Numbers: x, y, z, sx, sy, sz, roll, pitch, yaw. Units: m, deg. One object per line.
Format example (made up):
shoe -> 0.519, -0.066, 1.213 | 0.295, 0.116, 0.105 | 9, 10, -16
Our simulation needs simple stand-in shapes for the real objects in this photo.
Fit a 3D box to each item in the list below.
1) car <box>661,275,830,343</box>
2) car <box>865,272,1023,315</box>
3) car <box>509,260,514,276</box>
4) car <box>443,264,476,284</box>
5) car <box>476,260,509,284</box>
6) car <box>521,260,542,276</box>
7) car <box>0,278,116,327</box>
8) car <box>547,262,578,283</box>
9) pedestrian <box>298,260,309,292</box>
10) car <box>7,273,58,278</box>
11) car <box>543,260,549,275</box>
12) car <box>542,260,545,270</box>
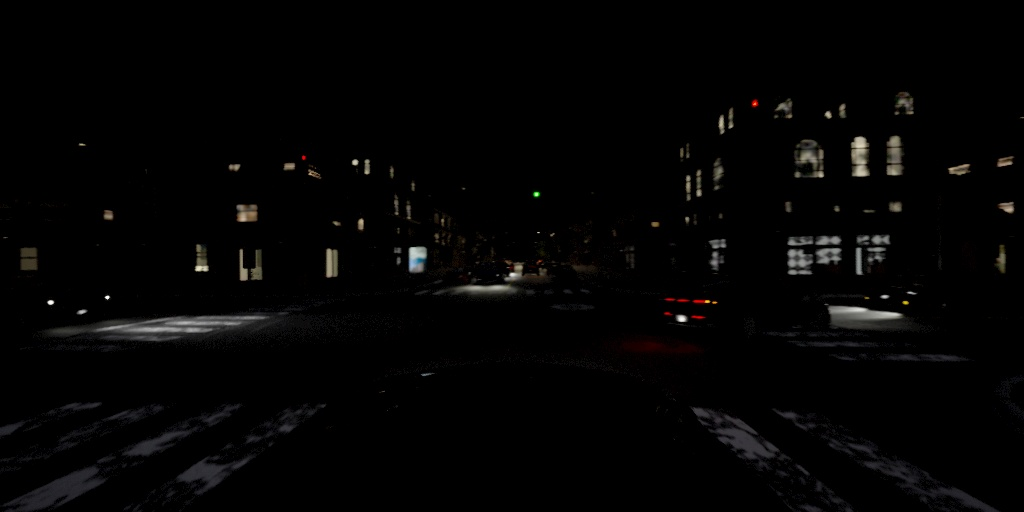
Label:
car -> 6.226, 1.230, 9.514 | 4.892, 1.490, 1.837 | 0, -3, -24
car -> 15.464, 1.272, 12.862 | 4.181, 1.385, 1.994 | 0, -1, 3
car -> -1.171, 1.437, 38.617 | 1.837, 1.490, 4.892 | -1, 0, 3
car -> -4.277, 1.504, 28.672 | 1.802, 1.307, 4.207 | 0, 0, 3
car -> -1.650, 1.372, 29.219 | 1.882, 1.535, 5.008 | -1, 0, 4
car -> 2.092, 1.381, 40.538 | 1.882, 1.535, 5.008 | -1, 0, 3
car -> -16.011, 1.505, 11.685 | 4.718, 1.301, 1.895 | 0, -1, 4
car -> 4.092, 1.390, 28.248 | 1.948, 1.339, 4.313 | 0, 0, 3
pedestrian -> -11.589, 1.095, 19.971 | 0.375, 1.860, 0.375 | -1, -1, 4
car -> -24.586, 1.548, 18.035 | 4.829, 1.417, 1.751 | 0, 0, 4
car -> 4.633, 1.451, 39.277 | 1.802, 1.307, 4.207 | 0, 0, 3
car -> 5.444, 1.488, 55.824 | 2.007, 1.370, 4.403 | 0, 0, 3
